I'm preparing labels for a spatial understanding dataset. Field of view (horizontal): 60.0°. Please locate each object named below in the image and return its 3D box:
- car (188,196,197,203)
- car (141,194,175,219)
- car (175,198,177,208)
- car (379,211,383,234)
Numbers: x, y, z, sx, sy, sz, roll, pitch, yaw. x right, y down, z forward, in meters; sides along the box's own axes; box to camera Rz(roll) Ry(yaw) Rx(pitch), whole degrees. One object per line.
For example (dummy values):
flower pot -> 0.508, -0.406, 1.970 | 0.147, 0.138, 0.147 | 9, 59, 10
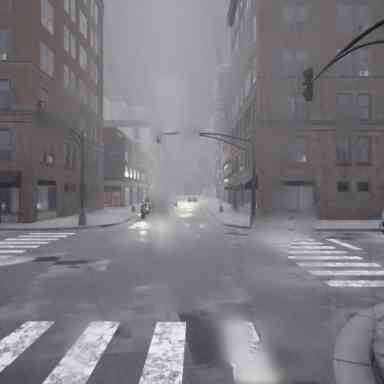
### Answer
car -> 0.071, 1.519, 69.960 | 2.128, 1.511, 4.902 | 0, 0, 0
car -> -3.100, 1.236, 29.712 | 2.150, 2.045, 5.566 | 0, 0, 2
car -> -3.120, 1.546, 39.385 | 1.812, 1.442, 4.674 | 0, 0, 0
car -> 11.041, 1.617, 14.610 | 4.718, 1.301, 1.895 | 0, 0, 2
